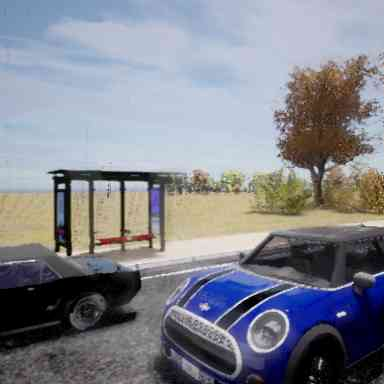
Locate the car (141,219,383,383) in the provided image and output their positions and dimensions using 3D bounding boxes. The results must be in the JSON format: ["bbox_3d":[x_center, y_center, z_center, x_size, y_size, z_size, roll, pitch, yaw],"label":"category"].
[{"bbox_3d":[1.809,1.352,4.975,4.553,1.767,2.097,0,0,-35],"label":"car"}]

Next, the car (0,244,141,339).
[{"bbox_3d":[-3.305,1.601,5.319,4.718,1.301,1.895,0,0,-35],"label":"car"}]
